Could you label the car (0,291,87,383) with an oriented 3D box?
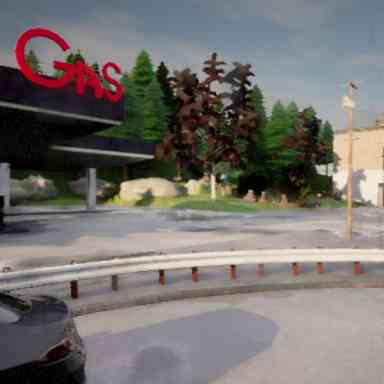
[{"bbox_3d":[-3.143,1.475,2.275,4.674,1.442,1.812,1,0,-36],"label":"car"}]
